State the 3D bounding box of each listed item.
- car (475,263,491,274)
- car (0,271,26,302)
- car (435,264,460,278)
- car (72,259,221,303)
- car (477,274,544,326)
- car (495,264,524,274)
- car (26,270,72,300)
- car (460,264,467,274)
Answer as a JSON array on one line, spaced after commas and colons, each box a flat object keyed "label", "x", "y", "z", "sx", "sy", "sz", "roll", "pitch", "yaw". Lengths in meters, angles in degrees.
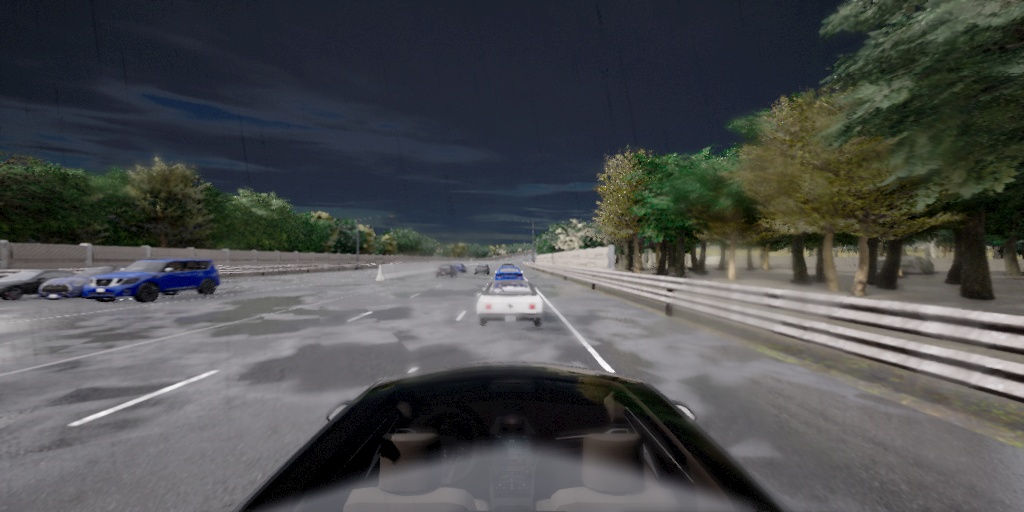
[{"label": "car", "x": -3.994, "y": 1.743, "z": 49.347, "sx": 2.128, "sy": 1.511, "sz": 4.902, "roll": 0, "pitch": 0, "yaw": -1}, {"label": "car", "x": -24.672, "y": 1.451, "z": 18.631, "sx": 1.812, "sy": 1.442, "sz": 4.674, "roll": 0, "pitch": 0, "yaw": -1}, {"label": "car", "x": -7.344, "y": 1.683, "z": 40.444, "sx": 1.812, "sy": 1.442, "sz": 4.674, "roll": 0, "pitch": -1, "yaw": -1}, {"label": "car", "x": -17.667, "y": 1.145, "z": 18.122, "sx": 2.150, "sy": 2.045, "sz": 5.566, "roll": 0, "pitch": -1, "yaw": -1}, {"label": "car", "x": -0.050, "y": 1.458, "z": 12.125, "sx": 1.895, "sy": 1.301, "sz": 4.718, "roll": 0, "pitch": -1, "yaw": 0}, {"label": "car", "x": -0.203, "y": 1.473, "z": 25.243, "sx": 1.882, "sy": 1.535, "sz": 5.008, "roll": 0, "pitch": -1, "yaw": -1}, {"label": "car", "x": -21.177, "y": 1.283, "z": 18.769, "sx": 2.097, "sy": 1.767, "sz": 4.553, "roll": 0, "pitch": -1, "yaw": -1}, {"label": "car", "x": -7.520, "y": 1.797, "z": 51.326, "sx": 1.812, "sy": 1.442, "sz": 4.674, "roll": 0, "pitch": -1, "yaw": 0}]
